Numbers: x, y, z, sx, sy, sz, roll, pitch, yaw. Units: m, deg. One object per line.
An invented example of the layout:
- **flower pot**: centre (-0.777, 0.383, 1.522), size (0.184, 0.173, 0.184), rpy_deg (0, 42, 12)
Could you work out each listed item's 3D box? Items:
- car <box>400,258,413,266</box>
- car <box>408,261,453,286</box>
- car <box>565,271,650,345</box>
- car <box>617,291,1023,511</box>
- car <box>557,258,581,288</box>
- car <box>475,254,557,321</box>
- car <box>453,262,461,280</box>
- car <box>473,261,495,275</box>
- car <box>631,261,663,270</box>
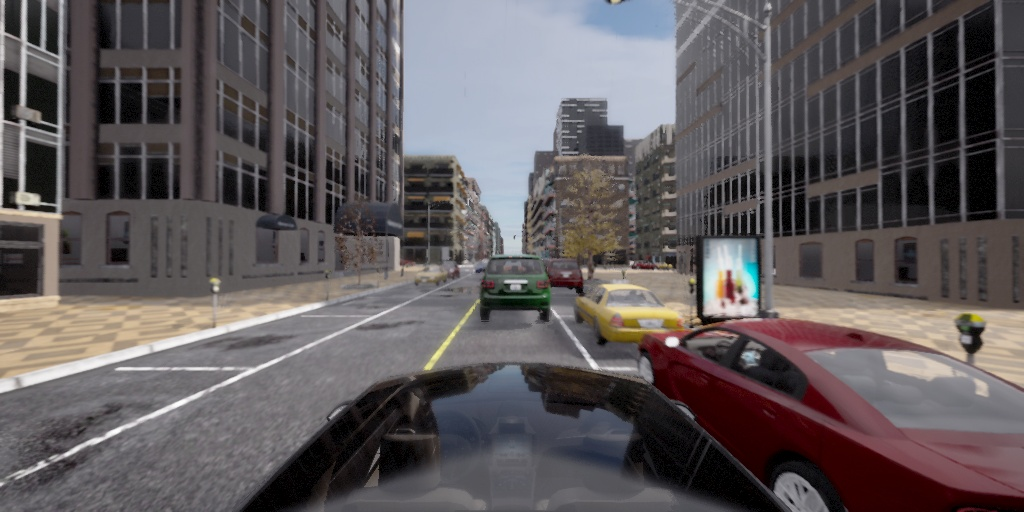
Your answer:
- **car**: centre (-17.259, 1.020, 55.755), size (4.507, 1.381, 1.888), rpy_deg (0, 0, 0)
- **car**: centre (-5.688, 1.279, 25.642), size (1.751, 1.417, 4.829), rpy_deg (0, 0, 0)
- **car**: centre (2.693, 1.276, 9.301), size (1.751, 1.417, 4.829), rpy_deg (0, 0, 0)
- **car**: centre (2.692, 1.295, 3.572), size (1.888, 1.381, 4.507), rpy_deg (0, 0, 0)
- **car**: centre (2.693, 1.067, 20.250), size (2.192, 1.841, 5.009), rpy_deg (0, 0, 0)
- **car**: centre (0.083, 0.971, 12.644), size (2.150, 2.045, 5.566), rpy_deg (0, 0, 0)
- **car**: centre (-5.687, 1.195, 31.371), size (1.967, 1.591, 4.097), rpy_deg (0, 0, 0)
- **car**: centre (-3.063, 1.304, 40.326), size (2.033, 1.411, 5.357), rpy_deg (0, 0, 0)
- **car**: centre (20.838, 1.507, 56.074), size (4.097, 1.591, 1.967), rpy_deg (0, 0, 0)
